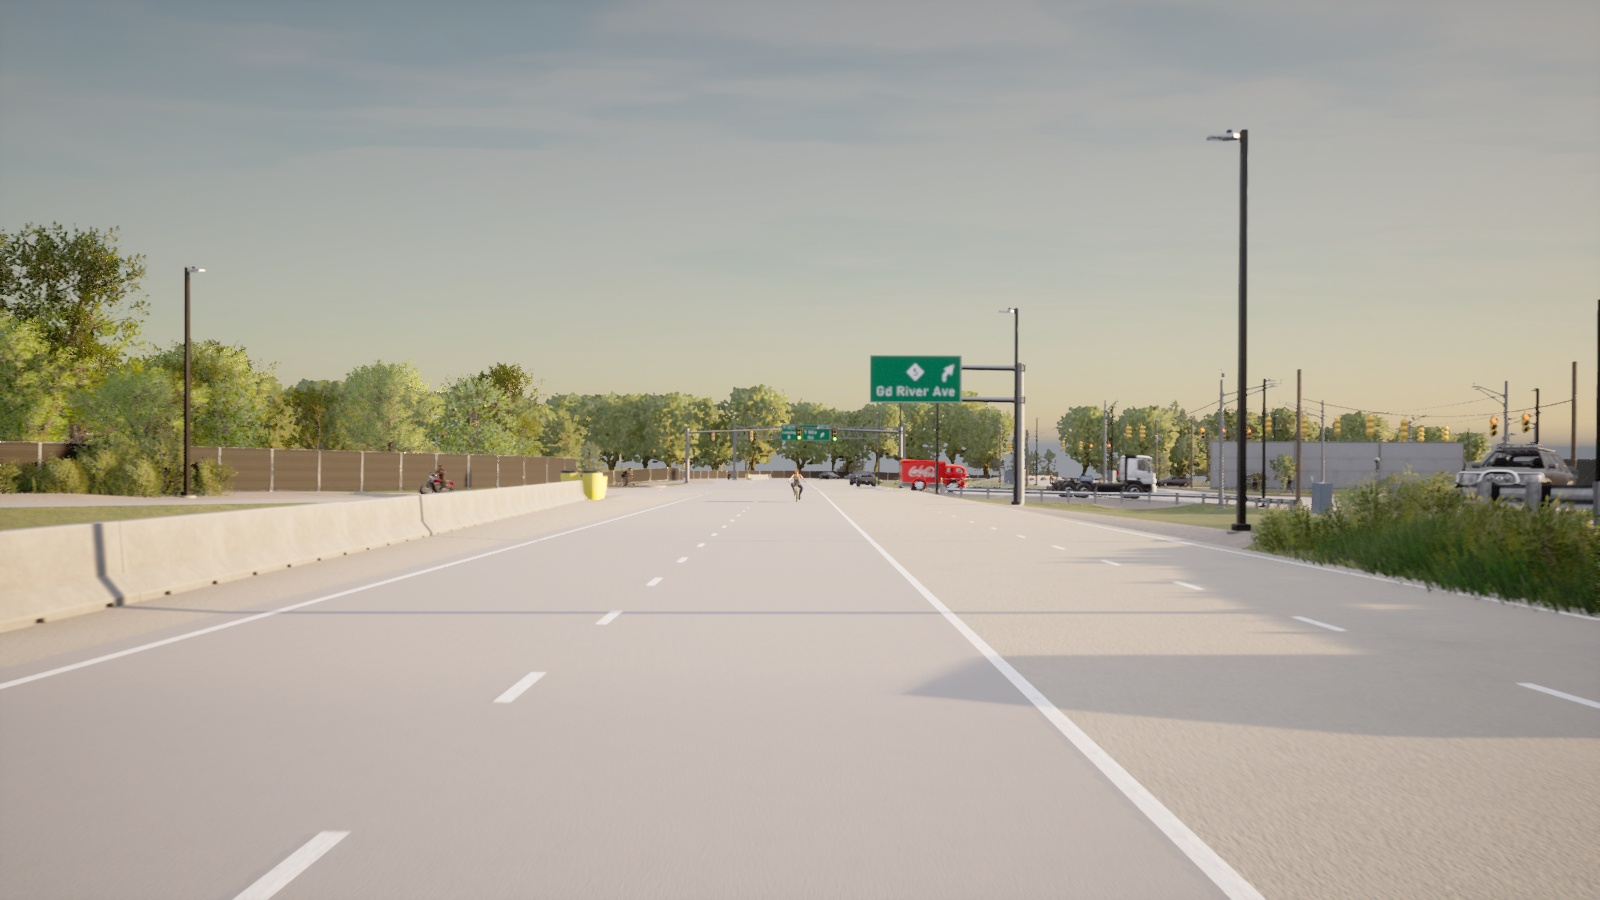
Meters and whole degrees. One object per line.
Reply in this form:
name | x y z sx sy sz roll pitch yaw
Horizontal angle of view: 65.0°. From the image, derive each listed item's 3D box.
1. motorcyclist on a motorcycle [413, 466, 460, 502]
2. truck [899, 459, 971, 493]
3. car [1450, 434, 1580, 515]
motorcyclist on a motorcycle | -16.722 1.555 57.791 0.766 1.649 2.350 0 -1 22
truck | 10.409 1.977 97.309 5.204 2.467 2.627 1 -1 0
car | 17.765 0.654 31.103 1.932 1.855 4.605 -1 -3 41
